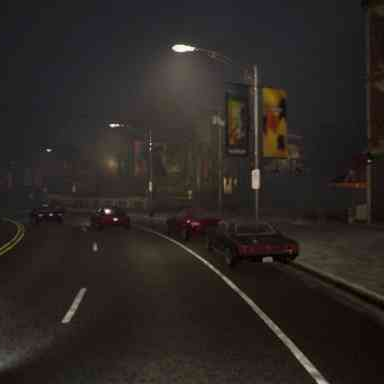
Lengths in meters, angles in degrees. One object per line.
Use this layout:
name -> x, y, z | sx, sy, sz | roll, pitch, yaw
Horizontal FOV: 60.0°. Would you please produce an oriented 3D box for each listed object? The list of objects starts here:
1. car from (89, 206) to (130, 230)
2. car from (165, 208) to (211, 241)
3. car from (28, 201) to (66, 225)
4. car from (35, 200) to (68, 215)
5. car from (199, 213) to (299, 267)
car -> -5.462, 1.631, 21.808 | 1.994, 1.385, 4.181 | 0, 0, -25
car -> 0.020, 1.545, 16.921 | 2.002, 1.452, 4.674 | 0, 0, -20
car -> -11.109, 1.656, 25.152 | 2.033, 1.411, 5.357 | 0, 0, -32
car -> -15.733, 1.704, 37.069 | 2.033, 1.411, 5.357 | 0, 0, -39
car -> 1.727, 1.601, 11.451 | 1.895, 1.301, 4.718 | 0, 0, -10
